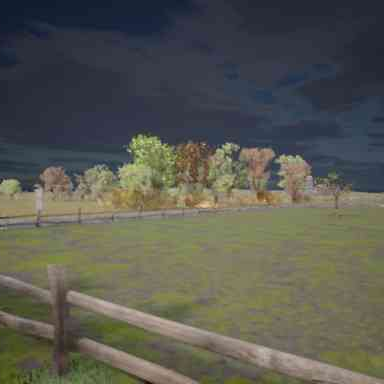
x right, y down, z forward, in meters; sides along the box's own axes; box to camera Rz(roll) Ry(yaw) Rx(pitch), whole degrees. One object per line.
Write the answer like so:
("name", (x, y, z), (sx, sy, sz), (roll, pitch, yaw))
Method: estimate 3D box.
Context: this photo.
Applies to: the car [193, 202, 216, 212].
("car", (2.159, 2.419, 54.971), (1.882, 1.535, 5.008), (0, -1, 36))
